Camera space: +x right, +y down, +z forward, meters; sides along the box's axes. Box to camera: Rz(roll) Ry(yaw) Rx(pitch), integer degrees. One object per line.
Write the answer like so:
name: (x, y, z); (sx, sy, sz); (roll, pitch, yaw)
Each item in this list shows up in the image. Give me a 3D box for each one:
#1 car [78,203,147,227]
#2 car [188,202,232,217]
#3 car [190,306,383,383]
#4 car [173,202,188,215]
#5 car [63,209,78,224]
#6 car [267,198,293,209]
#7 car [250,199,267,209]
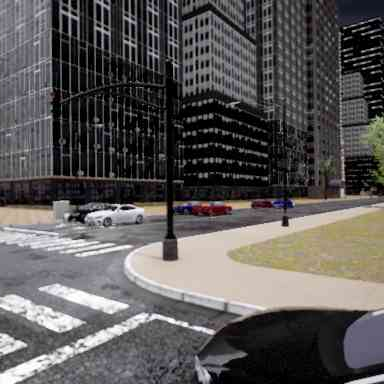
car: (-5.195, 1.582, 23.201); (1.812, 1.442, 4.674); (-1, -1, 37)
car: (2.015, 1.672, 32.752); (1.895, 1.301, 4.718); (-1, -1, 37)
car: (2.200, 1.491, 2.116); (4.902, 1.511, 2.128); (0, 0, 35)
car: (-0.321, 1.721, 35.055); (1.895, 1.301, 4.718); (-1, -1, 37)
car: (-7.466, 1.598, 25.585); (2.128, 1.511, 4.902); (-1, -1, 37)
car: (12.800, 1.614, 46.958); (1.812, 1.442, 4.674); (-1, -1, 38)
car: (10.266, 1.703, 48.998); (1.994, 1.385, 4.181); (-1, -1, 38)
